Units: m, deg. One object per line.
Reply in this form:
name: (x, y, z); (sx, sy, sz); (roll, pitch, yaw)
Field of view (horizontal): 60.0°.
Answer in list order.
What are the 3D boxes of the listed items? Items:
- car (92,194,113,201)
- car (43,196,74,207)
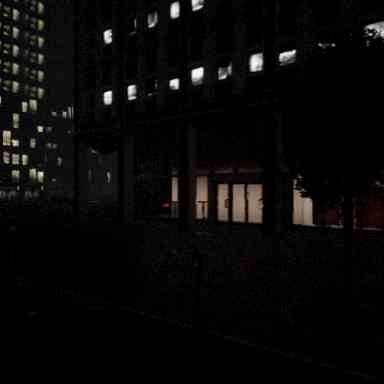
car: (-17.633, 1.086, 65.593); (1.994, 1.385, 4.181); (0, 1, 35)
car: (-18.615, 1.330, 46.863); (1.812, 1.442, 4.674); (0, 1, 34)
